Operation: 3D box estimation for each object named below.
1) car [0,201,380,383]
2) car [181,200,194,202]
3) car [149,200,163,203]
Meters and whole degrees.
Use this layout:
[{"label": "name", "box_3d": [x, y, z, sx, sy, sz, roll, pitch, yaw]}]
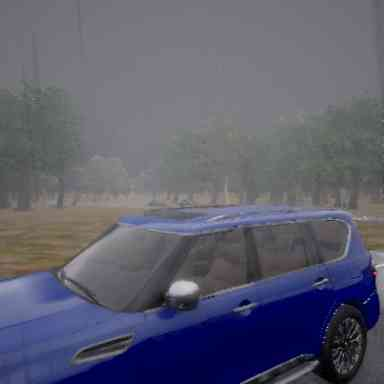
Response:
[{"label": "car", "box_3d": [-0.037, 1.220, 3.842, 5.566, 2.045, 2.150, 0, 0, -36]}, {"label": "car", "box_3d": [-0.841, 2.085, 57.247, 1.837, 1.490, 4.892, 2, -2, -34]}, {"label": "car", "box_3d": [-7.138, 2.311, 66.372, 2.033, 1.411, 5.357, 2, -2, -34]}]
